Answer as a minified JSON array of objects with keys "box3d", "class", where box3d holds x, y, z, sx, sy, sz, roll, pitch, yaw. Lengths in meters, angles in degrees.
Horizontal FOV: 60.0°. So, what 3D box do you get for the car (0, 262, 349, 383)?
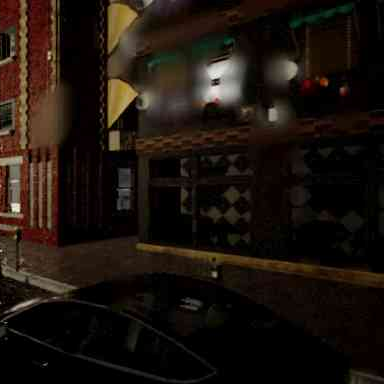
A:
[{"box3d":[-0.728,1.526,3.358,4.313,1.339,1.947,1,0,35],"class":"car"}]
